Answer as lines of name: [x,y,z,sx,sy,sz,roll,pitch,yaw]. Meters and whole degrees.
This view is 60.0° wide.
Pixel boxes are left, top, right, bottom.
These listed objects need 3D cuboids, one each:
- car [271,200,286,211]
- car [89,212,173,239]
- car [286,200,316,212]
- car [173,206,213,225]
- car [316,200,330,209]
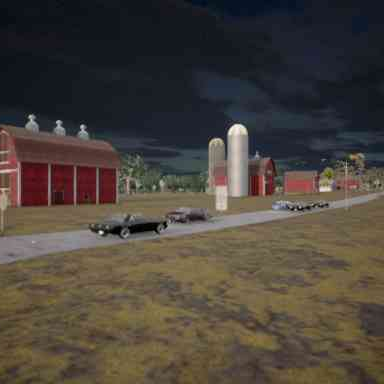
car: [12.671,1.907,46.660,1.812,1.442,4.674,0,0,36]
car: [-3.467,1.877,19.240,1.895,1.301,4.718,0,-1,36]
car: [14.634,1.976,44.513,1.895,1.301,4.718,0,0,36]
car: [-0.263,1.956,28.637,2.033,1.411,5.357,0,-1,36]
car: [20.359,1.938,52.633,1.895,1.301,4.718,0,0,36]
